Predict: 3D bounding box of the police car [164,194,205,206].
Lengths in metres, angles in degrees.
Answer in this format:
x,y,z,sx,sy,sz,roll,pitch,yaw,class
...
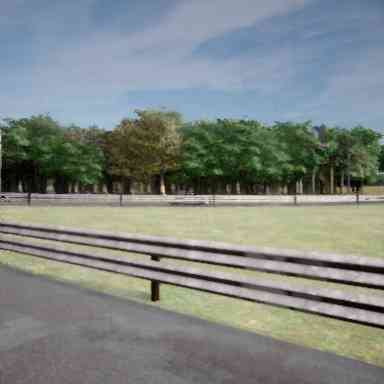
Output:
x,y,z,sx,sy,sz,roll,pitch,yaw,class
-0.922,0.997,41.441,4.974,1.542,2.038,0,-1,-6,police car
